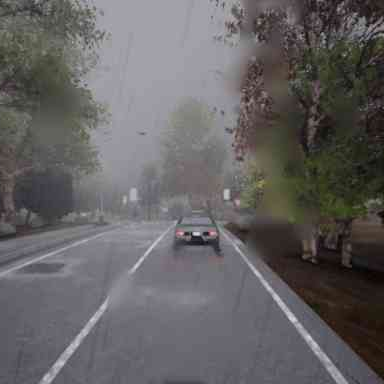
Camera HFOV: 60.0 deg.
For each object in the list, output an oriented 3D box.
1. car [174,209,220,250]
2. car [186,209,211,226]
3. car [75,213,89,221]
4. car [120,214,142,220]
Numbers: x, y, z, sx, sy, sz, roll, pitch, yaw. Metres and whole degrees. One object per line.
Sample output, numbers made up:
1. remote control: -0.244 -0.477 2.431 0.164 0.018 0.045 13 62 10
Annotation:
1. car: 0.187 1.619 14.569 2.033 1.411 5.357 0 -1 0
2. car: 0.698 2.321 30.958 2.033 1.411 5.357 0 -4 5
3. car: -18.660 4.331 56.699 1.812 1.442 4.674 1 -5 -11
4. car: -13.389 5.527 73.314 4.892 1.490 1.837 2 -5 -41
